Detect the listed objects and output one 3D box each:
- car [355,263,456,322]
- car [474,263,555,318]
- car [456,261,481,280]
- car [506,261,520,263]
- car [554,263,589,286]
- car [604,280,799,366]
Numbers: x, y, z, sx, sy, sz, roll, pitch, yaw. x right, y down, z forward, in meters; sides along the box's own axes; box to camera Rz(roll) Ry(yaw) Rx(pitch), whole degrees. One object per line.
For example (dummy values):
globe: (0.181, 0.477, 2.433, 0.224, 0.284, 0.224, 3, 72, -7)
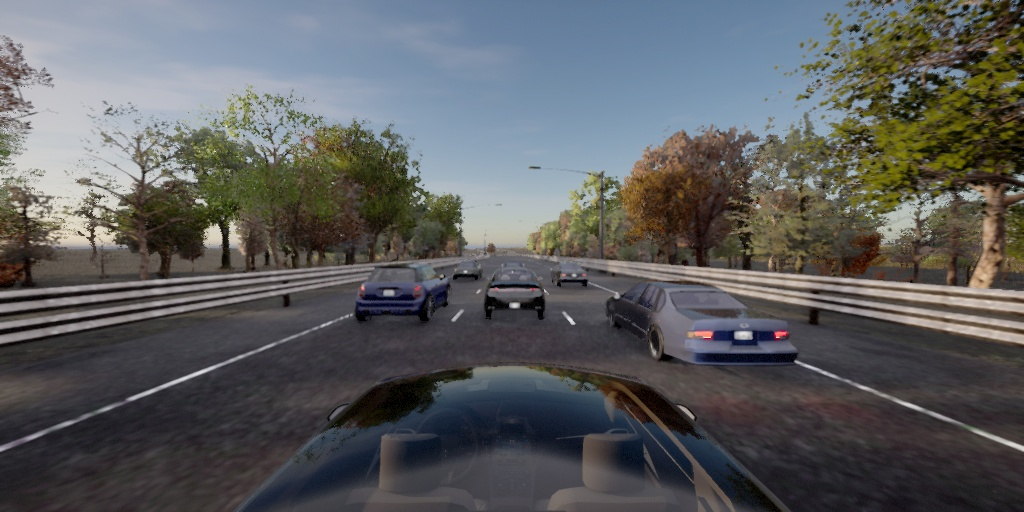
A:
car: (-3.413, 1.021, 12.088, 2.097, 1.767, 4.553, 0, 1, 0)
car: (0.087, 1.156, 12.472, 2.128, 1.511, 4.902, 0, 0, 0)
car: (-3.408, 1.107, 28.302, 1.994, 1.385, 4.181, 0, 0, 0)
car: (0.092, 1.107, 28.279, 1.994, 1.385, 4.181, 0, 0, 0)
car: (3.574, 1.131, 23.022, 2.033, 1.411, 5.357, 0, 0, 0)
car: (3.570, 1.247, 8.020, 2.033, 1.411, 5.357, 0, 0, 0)
